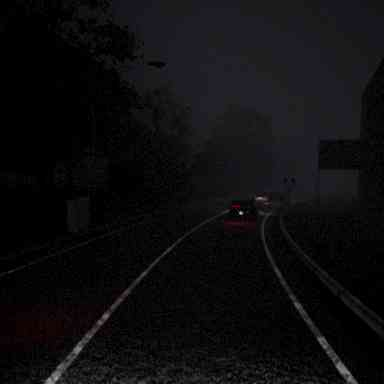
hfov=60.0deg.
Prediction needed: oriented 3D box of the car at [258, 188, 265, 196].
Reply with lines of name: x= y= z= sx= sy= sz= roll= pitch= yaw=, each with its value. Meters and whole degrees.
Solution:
car: x=11.605 y=0.071 z=50.113 sx=2.033 sy=1.411 sz=5.357 roll=4 pitch=4 yaw=32

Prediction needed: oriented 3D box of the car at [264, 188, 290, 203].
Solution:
car: x=10.869 y=0.454 z=41.449 sx=1.882 sy=1.535 sz=5.008 roll=3 pitch=3 yaw=27

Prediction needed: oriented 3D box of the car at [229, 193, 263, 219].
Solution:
car: x=3.881 y=1.073 z=24.193 sx=1.837 sy=1.490 sz=4.892 roll=1 pitch=2 yaw=16
